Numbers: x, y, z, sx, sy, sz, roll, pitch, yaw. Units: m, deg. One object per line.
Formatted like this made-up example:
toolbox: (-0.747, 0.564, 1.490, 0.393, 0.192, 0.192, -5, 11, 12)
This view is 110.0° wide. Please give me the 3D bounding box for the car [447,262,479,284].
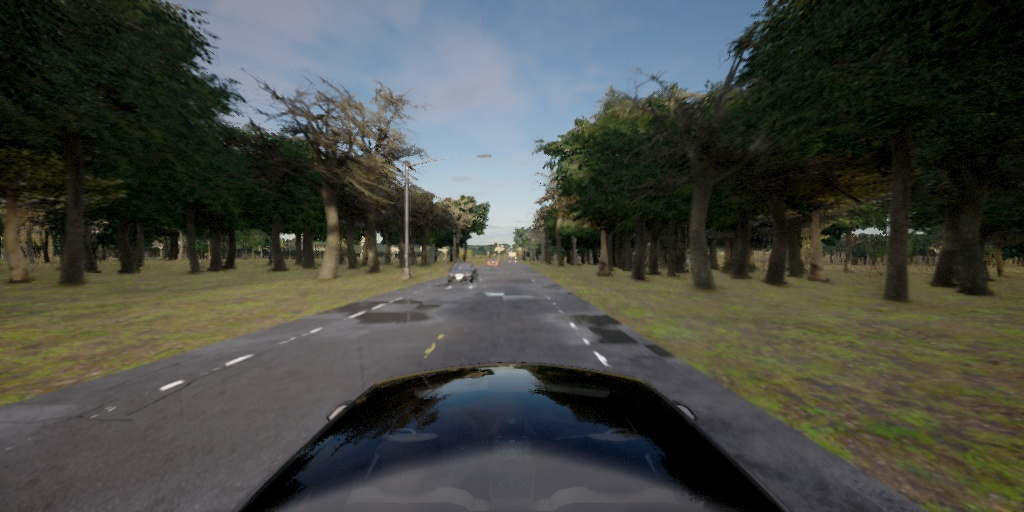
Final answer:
car: (-3.588, 1.239, 26.810, 2.128, 1.511, 4.902, 0, 0, 0)
